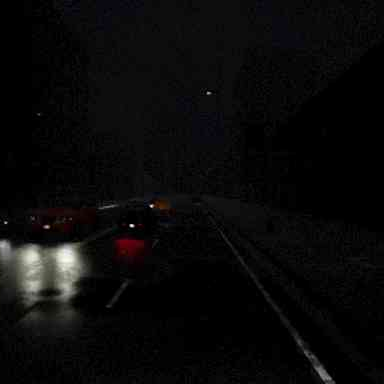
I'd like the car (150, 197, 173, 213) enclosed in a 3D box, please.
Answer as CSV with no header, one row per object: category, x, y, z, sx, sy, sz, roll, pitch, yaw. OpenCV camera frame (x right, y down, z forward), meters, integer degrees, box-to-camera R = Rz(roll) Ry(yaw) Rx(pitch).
car,-3.150,1.494,37.069,1.882,1.535,5.008,0,0,0

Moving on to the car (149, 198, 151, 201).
car,-6.548,1.597,59.775,1.994,1.385,4.181,0,0,1

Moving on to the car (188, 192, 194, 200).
car,0.002,1.454,87.561,2.033,1.411,5.357,0,0,0

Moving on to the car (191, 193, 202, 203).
car,1.139,1.545,67.830,1.837,1.490,4.892,0,0,0

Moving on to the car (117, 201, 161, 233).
car,-3.151,1.512,19.844,1.837,1.490,4.892,0,0,0

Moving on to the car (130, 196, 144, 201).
car,-9.792,1.510,59.707,1.882,1.535,5.008,0,0,1

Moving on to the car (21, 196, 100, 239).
car,-6.600,1.228,17.887,2.150,2.045,5.566,0,0,0

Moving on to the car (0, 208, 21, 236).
car,-9.850,1.607,18.475,1.895,1.301,4.718,0,0,0
